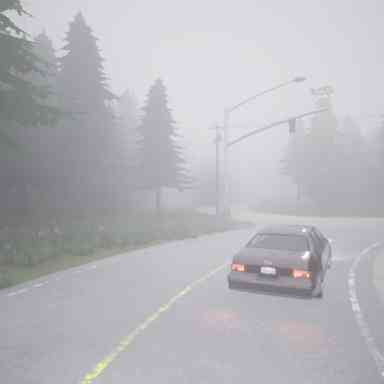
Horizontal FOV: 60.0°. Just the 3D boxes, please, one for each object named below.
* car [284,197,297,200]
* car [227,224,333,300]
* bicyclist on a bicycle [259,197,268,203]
[{"bbox_3d":[19.591,1.580,65.547,4.181,1.385,1.994,0,0,-44],"label":"car"},{"bbox_3d":[2.520,1.546,8.623,2.033,1.411,5.357,0,0,25],"label":"car"},{"bbox_3d":[8.614,1.474,40.147,1.656,1.620,0.582,0,0,-1],"label":"bicyclist on a bicycle"}]
